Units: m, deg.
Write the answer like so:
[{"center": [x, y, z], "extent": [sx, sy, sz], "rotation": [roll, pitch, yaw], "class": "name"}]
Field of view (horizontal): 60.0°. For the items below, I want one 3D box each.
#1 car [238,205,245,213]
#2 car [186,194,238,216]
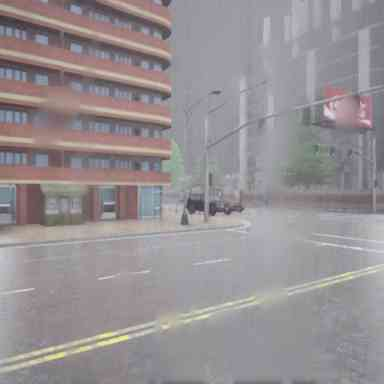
[{"center": [3.562, 1.587, 36.187], "extent": [1.895, 1.301, 4.718], "rotation": [0, 0, -35], "class": "car"}, {"center": [1.638, 1.211, 32.829], "extent": [2.150, 2.045, 5.566], "rotation": [0, 0, -35], "class": "car"}]
